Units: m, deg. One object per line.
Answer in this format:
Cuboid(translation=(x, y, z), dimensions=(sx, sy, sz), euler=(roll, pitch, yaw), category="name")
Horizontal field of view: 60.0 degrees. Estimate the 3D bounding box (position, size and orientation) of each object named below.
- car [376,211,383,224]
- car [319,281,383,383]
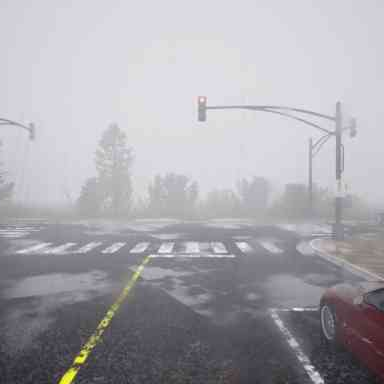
Cuboid(translation=(14.557, 1.475, 21.703), dimensions=(4.674, 1.442, 1.812), euler=(0, 1, 0), category="car")
Cuboid(translation=(2.813, 1.581, 3.545), dimensions=(1.802, 1.307, 4.206), euler=(-1, 0, 0), category="car")
